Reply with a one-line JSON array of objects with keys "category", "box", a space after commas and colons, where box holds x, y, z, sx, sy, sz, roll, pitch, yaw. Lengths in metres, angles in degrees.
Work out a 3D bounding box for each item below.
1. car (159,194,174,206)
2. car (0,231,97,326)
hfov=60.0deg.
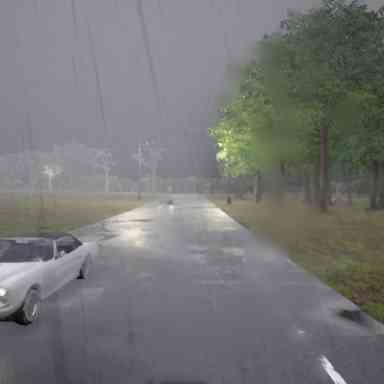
[{"category": "car", "box": [-3.594, 1.124, 47.565, 1.837, 1.490, 4.892, 0, 1, 0]}, {"category": "car", "box": [-3.604, 1.600, 7.193, 1.895, 1.301, 4.718, 0, 0, 0]}]
